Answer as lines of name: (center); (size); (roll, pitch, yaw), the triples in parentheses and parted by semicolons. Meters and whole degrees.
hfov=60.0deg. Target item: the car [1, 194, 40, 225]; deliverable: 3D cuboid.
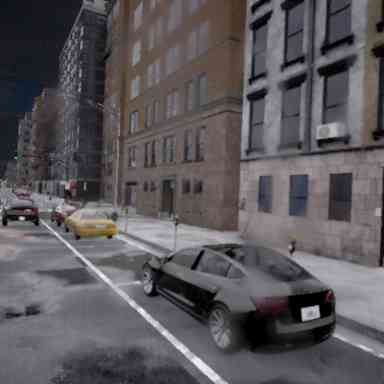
car: (-10.349, 1.119, 20.101); (1.837, 1.490, 4.892); (2, 0, -29)

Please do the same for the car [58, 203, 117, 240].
car: (-4.908, 1.351, 15.752); (1.752, 1.417, 4.829); (2, 0, -30)

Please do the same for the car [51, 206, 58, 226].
car: (-7.507, 1.309, 20.305); (1.802, 1.307, 4.206); (2, 0, -30)

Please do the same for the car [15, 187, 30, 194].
car: (-31.399, 0.254, 62.200); (1.967, 1.590, 4.097); (2, 0, -30)

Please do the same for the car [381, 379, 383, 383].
car: (3.219, 1.696, 1.501); (1.947, 1.339, 4.313); (2, 0, -30)

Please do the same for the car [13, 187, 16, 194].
car: (-36.803, 0.044, 71.674); (1.967, 1.590, 4.097); (2, 0, -30)

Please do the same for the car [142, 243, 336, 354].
car: (0.538, 1.597, 6.202); (1.947, 1.339, 4.313); (2, 0, -30)
